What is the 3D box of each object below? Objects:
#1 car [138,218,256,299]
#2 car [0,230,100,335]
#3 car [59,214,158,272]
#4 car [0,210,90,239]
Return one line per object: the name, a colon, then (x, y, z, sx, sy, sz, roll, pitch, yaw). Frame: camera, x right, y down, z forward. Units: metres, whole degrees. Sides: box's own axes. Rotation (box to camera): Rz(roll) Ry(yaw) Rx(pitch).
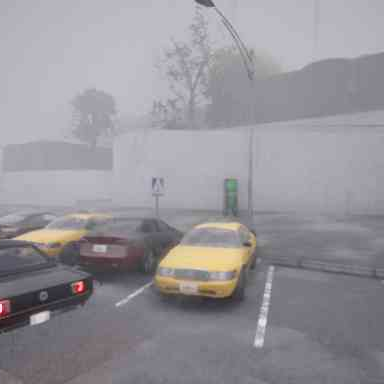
car: (0.652, 1.487, 8.795, 1.946, 1.575, 5.366, 1, -1, 15)
car: (-4.081, 1.599, 6.276, 4.718, 1.301, 1.895, 0, 0, 35)
car: (-1.727, 1.520, 10.733, 2.163, 1.488, 4.792, 0, -1, 15)
car: (-4.209, 1.482, 12.253, 1.946, 1.575, 5.366, 0, -1, 15)
